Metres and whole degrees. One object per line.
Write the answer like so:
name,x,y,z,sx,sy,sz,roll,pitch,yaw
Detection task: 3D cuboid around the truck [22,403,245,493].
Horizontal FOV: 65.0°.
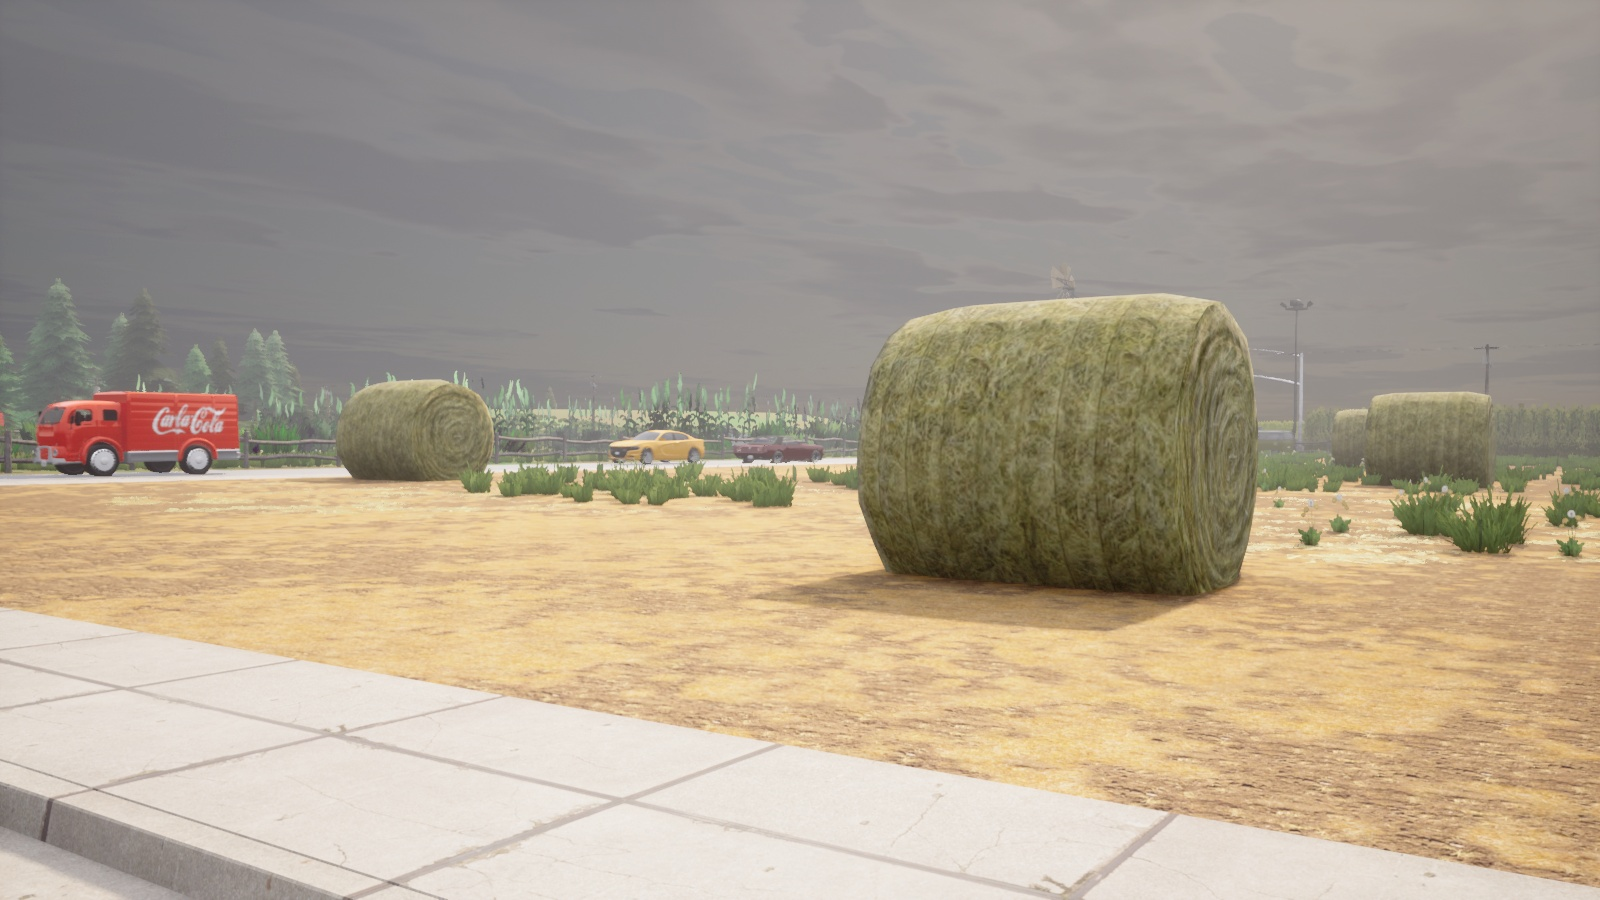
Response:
truck,-19.820,-0.136,37.544,2.627,2.467,5.204,0,2,36

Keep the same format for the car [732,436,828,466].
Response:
car,-0.872,0.020,57.372,1.895,1.301,4.718,0,1,36

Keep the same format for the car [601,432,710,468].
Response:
car,-6.373,-0.032,55.805,1.882,1.535,5.008,0,1,36
